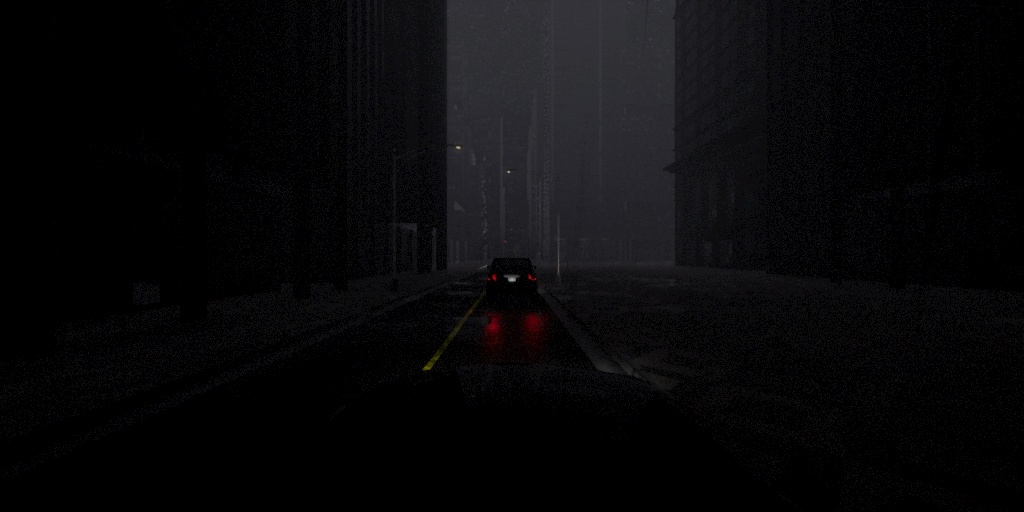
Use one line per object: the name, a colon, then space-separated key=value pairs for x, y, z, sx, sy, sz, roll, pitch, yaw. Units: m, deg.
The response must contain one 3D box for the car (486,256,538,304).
car: x=0.000 y=1.007 z=16.530 sx=2.150 sy=2.045 sz=5.566 roll=0 pitch=0 yaw=0
